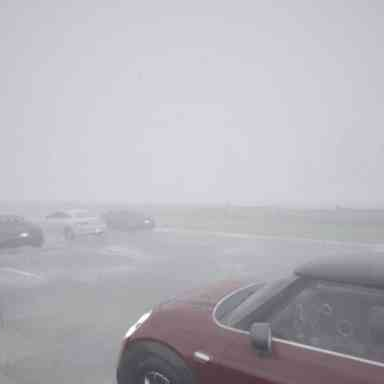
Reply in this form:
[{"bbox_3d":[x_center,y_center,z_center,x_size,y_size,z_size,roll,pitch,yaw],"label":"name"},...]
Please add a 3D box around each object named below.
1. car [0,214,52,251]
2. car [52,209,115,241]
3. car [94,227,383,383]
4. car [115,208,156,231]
[{"bbox_3d":[-8.161,1.647,14.114,4.181,1.385,1.994,0,0,36],"label":"car"},{"bbox_3d":[-6.369,1.609,17.124,4.674,1.442,1.812,0,0,36],"label":"car"},{"bbox_3d":[1.426,1.354,2.974,4.553,1.767,2.097,0,0,36],"label":"car"},{"bbox_3d":[-4.169,1.647,19.862,4.181,1.385,1.994,0,0,36],"label":"car"}]
